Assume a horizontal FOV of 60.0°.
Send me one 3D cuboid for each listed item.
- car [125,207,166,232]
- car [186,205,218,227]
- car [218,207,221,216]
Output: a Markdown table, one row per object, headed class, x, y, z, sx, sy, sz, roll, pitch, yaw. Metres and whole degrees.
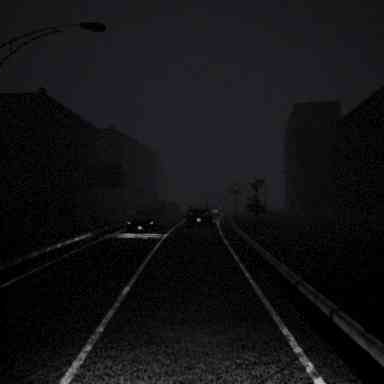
| class | x | y | z | sx | sy | sz | roll | pitch | yaw |
| --- | --- | --- | --- | --- | --- | --- | --- | --- | --- |
| car | -2.805 | 1.684 | 21.272 | 2.033 | 1.411 | 5.357 | 0 | -1 | 3 |
| car | 0.600 | 1.689 | 24.344 | 2.128 | 1.511 | 4.902 | 0 | -1 | 3 |
| car | 2.615 | 2.370 | 42.741 | 1.895 | 1.301 | 4.718 | -1 | -2 | 9 |
